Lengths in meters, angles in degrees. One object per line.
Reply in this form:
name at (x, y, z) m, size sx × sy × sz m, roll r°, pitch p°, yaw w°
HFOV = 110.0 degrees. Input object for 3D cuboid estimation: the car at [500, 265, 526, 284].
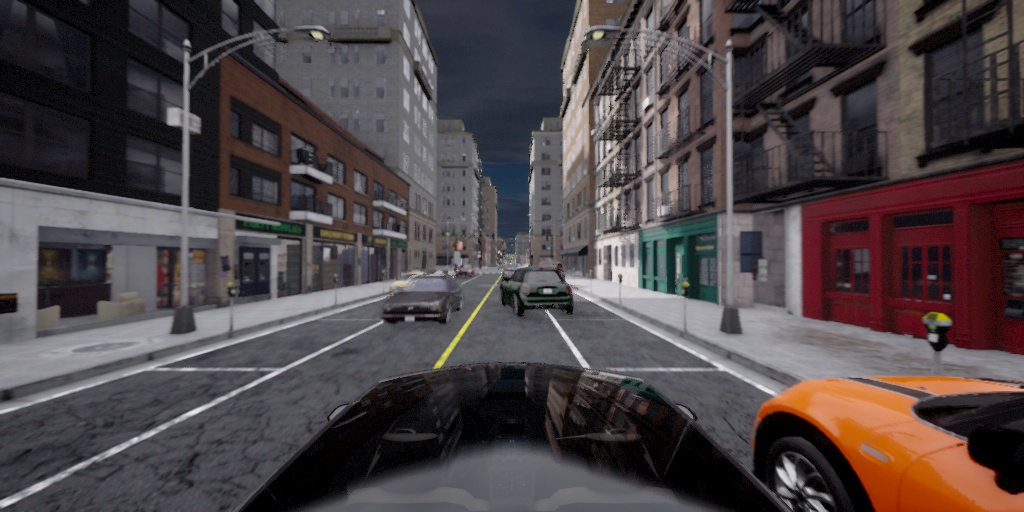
car at (0.086, 1.594, 32.350) m, size 2.128 × 1.511 × 4.902 m, roll 0°, pitch -1°, yaw 0°

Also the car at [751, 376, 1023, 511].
car at (2.988, 1.095, 1.034) m, size 2.097 × 1.767 × 4.553 m, roll 0°, pitch -1°, yaw 0°

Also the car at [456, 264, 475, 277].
car at (-5.395, 1.662, 41.907) m, size 1.967 × 1.591 × 4.097 m, roll 0°, pitch 0°, yaw 0°

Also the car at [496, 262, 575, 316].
car at (0.828, 1.245, 14.411) m, size 2.097 × 1.767 × 4.553 m, roll 0°, pitch -1°, yaw -11°

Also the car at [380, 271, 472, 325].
car at (-2.851, 1.421, 12.693) m, size 2.033 × 1.411 × 5.357 m, roll 0°, pitch -1°, yaw 0°

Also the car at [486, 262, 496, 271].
car at (-2.760, 1.526, 53.416) m, size 2.033 × 1.411 × 5.357 m, roll 0°, pitch -1°, yaw 0°

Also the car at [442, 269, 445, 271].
car at (-5.392, 1.604, 25.548) m, size 1.802 × 1.307 × 4.207 m, roll 0°, pitch 0°, yaw 0°

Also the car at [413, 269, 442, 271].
car at (-5.391, 1.483, 19.926) m, size 1.751 × 1.417 × 4.829 m, roll 0°, pitch 0°, yaw 0°
